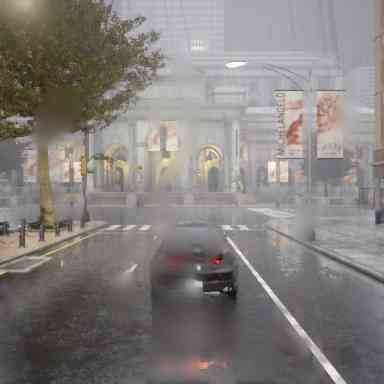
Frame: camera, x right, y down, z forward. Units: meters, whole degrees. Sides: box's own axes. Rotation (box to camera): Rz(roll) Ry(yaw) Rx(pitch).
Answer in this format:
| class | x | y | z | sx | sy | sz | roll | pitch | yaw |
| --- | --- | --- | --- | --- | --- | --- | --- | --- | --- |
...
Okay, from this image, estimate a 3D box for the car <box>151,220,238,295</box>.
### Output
| class | x | y | z | sx | sy | sz | roll | pitch | yaw |
| --- | --- | --- | --- | --- | --- | --- | --- | --- | --- |
| car | 0.067 | 1.509 | 8.721 | 1.837 | 1.490 | 4.892 | 0 | 0 | 0 |
